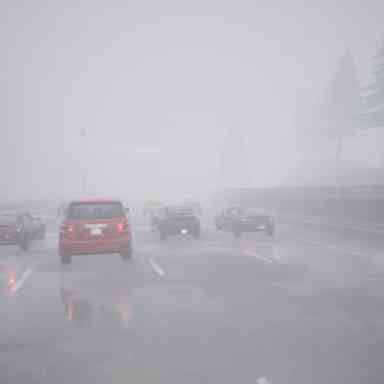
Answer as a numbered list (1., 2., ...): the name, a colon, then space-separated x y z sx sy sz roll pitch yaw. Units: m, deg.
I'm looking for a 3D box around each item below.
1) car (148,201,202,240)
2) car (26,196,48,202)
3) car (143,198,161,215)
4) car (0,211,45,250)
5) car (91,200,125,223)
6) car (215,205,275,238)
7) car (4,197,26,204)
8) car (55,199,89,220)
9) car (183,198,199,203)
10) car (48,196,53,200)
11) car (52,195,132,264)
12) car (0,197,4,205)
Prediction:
1. car: -0.899 1.410 16.555 1.837 1.490 4.892 -1 0 -13
2. car: -25.582 1.384 56.654 1.882 1.535 5.008 -1 1 3
3. car: -3.680 1.316 31.916 1.882 1.535 5.008 -1 0 -7
4. car: -7.443 1.515 13.821 1.812 1.442 4.674 -1 0 -13
5. car: -6.446 1.450 26.091 2.033 1.411 5.357 -1 0 -9
6. car: 2.585 1.394 17.001 1.812 1.442 4.674 -1 0 -13
7. car: -29.114 1.488 56.915 2.033 1.411 5.357 -1 0 3
8. car: -10.381 1.429 29.162 1.837 1.490 4.892 -1 1 -7
9. car: -0.179 1.327 32.097 1.812 1.442 4.674 -1 0 -7
10. car: -22.071 1.375 56.604 1.837 1.490 4.892 -1 1 3
11. car: -3.414 1.184 12.031 2.150 2.045 5.566 -1 1 -15
12. car: -32.593 1.525 56.728 2.033 1.411 5.357 -1 0 3
